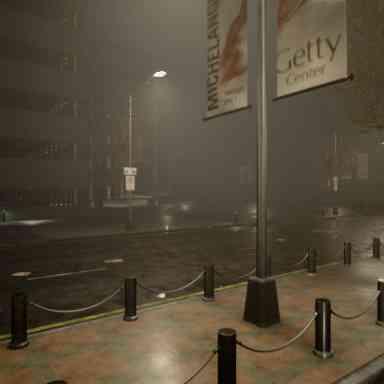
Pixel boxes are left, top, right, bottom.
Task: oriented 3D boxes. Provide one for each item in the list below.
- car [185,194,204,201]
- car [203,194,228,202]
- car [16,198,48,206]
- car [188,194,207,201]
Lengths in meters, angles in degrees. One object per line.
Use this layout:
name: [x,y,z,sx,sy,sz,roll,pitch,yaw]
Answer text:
car: [0.579,1.514,80.646,4.902,1.511,2.128,0,0,30]
car: [5.550,1.467,72.807,5.008,1.535,1.882,0,0,44]
car: [-15.880,1.319,31.167,4.674,1.452,2.002,0,0,-36]
car: [1.402,1.343,84.158,4.553,1.767,2.097,0,0,26]
